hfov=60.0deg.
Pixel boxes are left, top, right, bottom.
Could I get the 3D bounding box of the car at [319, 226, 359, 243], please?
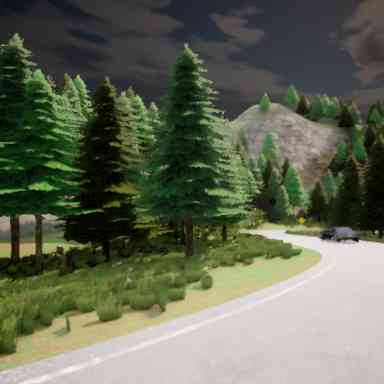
[{"bbox_3d":[13.058,3.753,29.835,1.994,1.385,4.181,-1,-5,-4],"label":"car"}]
